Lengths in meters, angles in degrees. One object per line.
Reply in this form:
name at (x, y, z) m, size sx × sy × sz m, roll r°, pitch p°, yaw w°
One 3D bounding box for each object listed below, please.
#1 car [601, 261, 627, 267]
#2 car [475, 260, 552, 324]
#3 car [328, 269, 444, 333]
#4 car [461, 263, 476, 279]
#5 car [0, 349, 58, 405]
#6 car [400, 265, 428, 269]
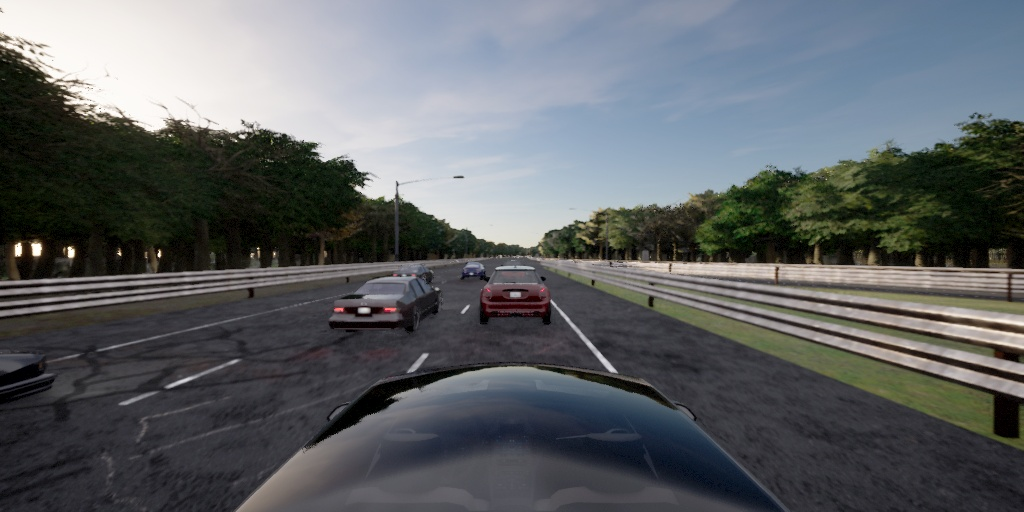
car at (15.122, 1.471, 53.630) m, size 2.033 × 1.411 × 5.357 m, roll 0°, pitch 0°, yaw -16°
car at (0.101, 1.107, 12.193) m, size 2.097 × 1.767 × 4.553 m, roll 0°, pitch 0°, yaw 0°
car at (-3.400, 1.302, 10.755) m, size 2.033 × 1.411 × 5.357 m, roll 0°, pitch 0°, yaw 0°
car at (-3.392, 1.306, 32.264) m, size 1.812 × 1.442 × 4.674 m, roll 0°, pitch 0°, yaw 0°
car at (-6.892, 1.290, 2.152) m, size 2.033 × 1.411 × 5.357 m, roll 1°, pitch 0°, yaw 0°
car at (-6.896, 1.313, 25.478) m, size 2.033 × 1.411 × 5.357 m, roll 0°, pitch 0°, yaw 0°
